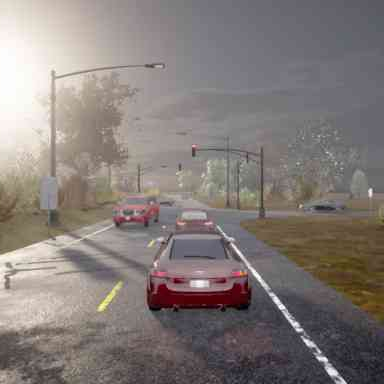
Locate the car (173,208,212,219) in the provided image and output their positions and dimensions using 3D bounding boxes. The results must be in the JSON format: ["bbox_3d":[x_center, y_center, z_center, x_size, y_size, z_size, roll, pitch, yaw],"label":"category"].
[{"bbox_3d":[0.061,1.526,16.544,1.812,1.442,4.674,0,0,-2],"label":"car"}]

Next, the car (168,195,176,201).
[{"bbox_3d":[-4.969,1.484,83.162,1.882,1.535,5.008,0,0,-2],"label":"car"}]

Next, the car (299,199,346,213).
[{"bbox_3d":[14.487,1.502,36.951,4.902,1.511,2.128,0,0,-1],"label":"car"}]

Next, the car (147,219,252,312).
[{"bbox_3d":[0.099,1.564,7.784,1.994,1.385,4.181,0,0,-1],"label":"car"}]

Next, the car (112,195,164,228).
[{"bbox_3d":[-3.661,1.222,22.740,2.150,2.045,5.566,-1,0,5],"label":"car"}]

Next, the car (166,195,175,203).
[{"bbox_3d":[-4.608,1.482,72.715,1.882,1.535,5.008,0,0,-2],"label":"car"}]

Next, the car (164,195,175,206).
[{"bbox_3d":[-4.158,1.603,53.151,1.895,1.301,4.718,0,0,-1],"label":"car"}]

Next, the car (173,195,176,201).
[{"bbox_3d":[-4.366,1.567,62.340,1.994,1.385,4.181,0,0,-1],"label":"car"}]
